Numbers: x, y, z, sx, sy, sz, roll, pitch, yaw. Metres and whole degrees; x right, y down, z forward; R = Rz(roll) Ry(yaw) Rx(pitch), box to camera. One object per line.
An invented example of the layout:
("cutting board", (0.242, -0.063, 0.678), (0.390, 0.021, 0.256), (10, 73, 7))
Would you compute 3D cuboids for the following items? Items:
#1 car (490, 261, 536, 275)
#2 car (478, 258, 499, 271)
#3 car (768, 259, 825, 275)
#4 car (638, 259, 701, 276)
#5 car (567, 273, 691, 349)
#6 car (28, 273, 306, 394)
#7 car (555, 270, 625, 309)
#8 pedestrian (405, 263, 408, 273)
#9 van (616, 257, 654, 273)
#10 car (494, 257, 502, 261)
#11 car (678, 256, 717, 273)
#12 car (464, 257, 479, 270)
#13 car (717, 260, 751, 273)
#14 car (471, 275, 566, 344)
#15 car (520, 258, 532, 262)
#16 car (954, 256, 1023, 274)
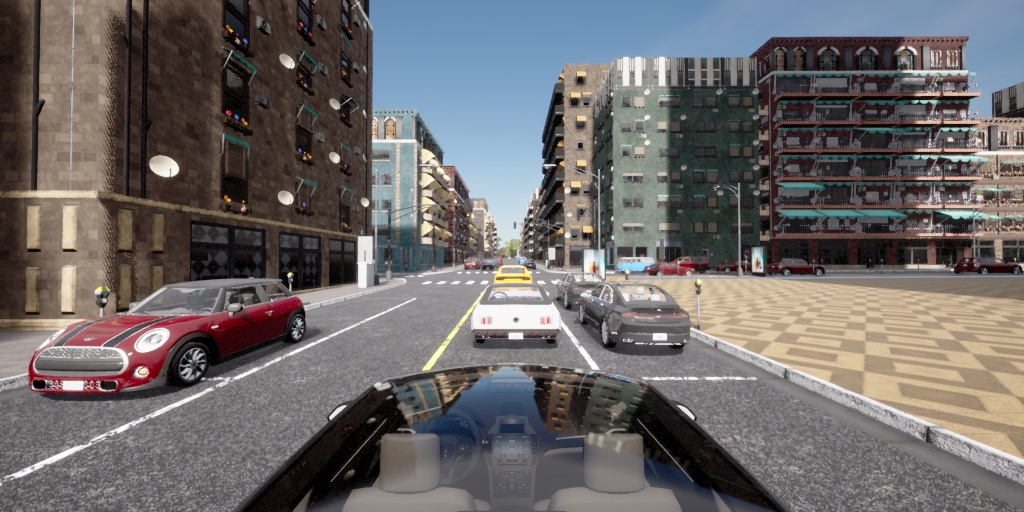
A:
("car", (0.053, 1.233, 19.038), (1.882, 1.535, 5.008), (0, 0, 0))
("car", (-3.228, 1.368, 50.455), (1.895, 1.301, 4.718), (0, 0, 1))
("car", (24.696, 0.936, 31.170), (4.097, 1.591, 1.967), (0, 0, 0))
("car", (13.640, 1.163, 31.224), (4.207, 1.307, 1.802), (0, 0, 0))
("car", (2.804, 1.303, 9.002), (2.007, 1.370, 4.403), (0, 0, 0))
("car", (-5.830, 1.191, 6.747), (1.967, 1.591, 4.097), (0, 0, 0))
("car", (2.791, 1.304, 14.572), (2.007, 1.370, 4.403), (0, 0, 0))
("pedestrian", (-12.623, 1.097, 42.694), (0.375, 1.860, 0.375), (0, 0, 0))
("van", (13.683, 1.046, 39.604), (3.998, 1.789, 1.690), (0, 0, 0))
("car", (-3.218, 1.319, 60.148), (2.033, 1.411, 5.357), (0, 0, 0))
("car", (19.211, 0.977, 39.577), (5.009, 1.841, 2.192), (0, 0, 0))
("car", (-5.807, 1.083, 52.785), (2.192, 1.841, 5.009), (0, 0, 0))
("car", (24.739, 1.165, 39.550), (4.507, 1.381, 1.888), (0, 0, 0))
("car", (0.081, 1.353, 9.585), (1.895, 1.301, 4.718), (0, 0, 0))
("car", (2.574, 1.334, 52.764), (1.948, 1.339, 4.313), (0, 0, 0))
("car", (41.277, 0.812, 31.089), (4.097, 1.591, 1.967), (0, 0, 0))
